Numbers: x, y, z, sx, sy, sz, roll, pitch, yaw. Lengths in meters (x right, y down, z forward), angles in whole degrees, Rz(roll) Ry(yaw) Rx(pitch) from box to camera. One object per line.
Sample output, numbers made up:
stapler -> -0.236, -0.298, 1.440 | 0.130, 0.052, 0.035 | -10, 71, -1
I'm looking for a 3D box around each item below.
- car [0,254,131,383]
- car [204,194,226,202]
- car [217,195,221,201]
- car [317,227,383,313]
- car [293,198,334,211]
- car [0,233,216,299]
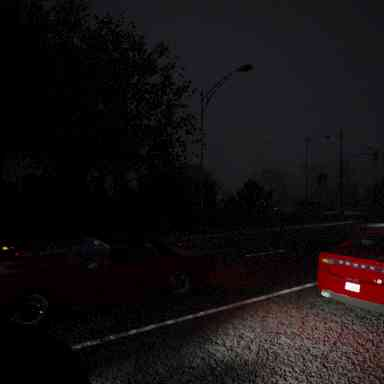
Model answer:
car -> -2.985, 1.492, 1.625 | 4.902, 1.511, 2.128 | 0, 0, -35
car -> 4.743, 1.291, 68.783 | 2.128, 1.511, 4.902 | 0, 1, -33
car -> 3.918, 1.454, 56.637 | 1.812, 1.442, 4.674 | 0, 1, -32
car -> 4.768, 1.478, 7.124 | 5.008, 1.535, 1.882 | 0, 0, -35
car -> 14.466, 1.477, 39.825 | 1.882, 1.535, 5.008 | 0, 0, -33
car -> -1.869, 1.601, 6.952 | 4.718, 1.301, 1.895 | 0, 0, -35
